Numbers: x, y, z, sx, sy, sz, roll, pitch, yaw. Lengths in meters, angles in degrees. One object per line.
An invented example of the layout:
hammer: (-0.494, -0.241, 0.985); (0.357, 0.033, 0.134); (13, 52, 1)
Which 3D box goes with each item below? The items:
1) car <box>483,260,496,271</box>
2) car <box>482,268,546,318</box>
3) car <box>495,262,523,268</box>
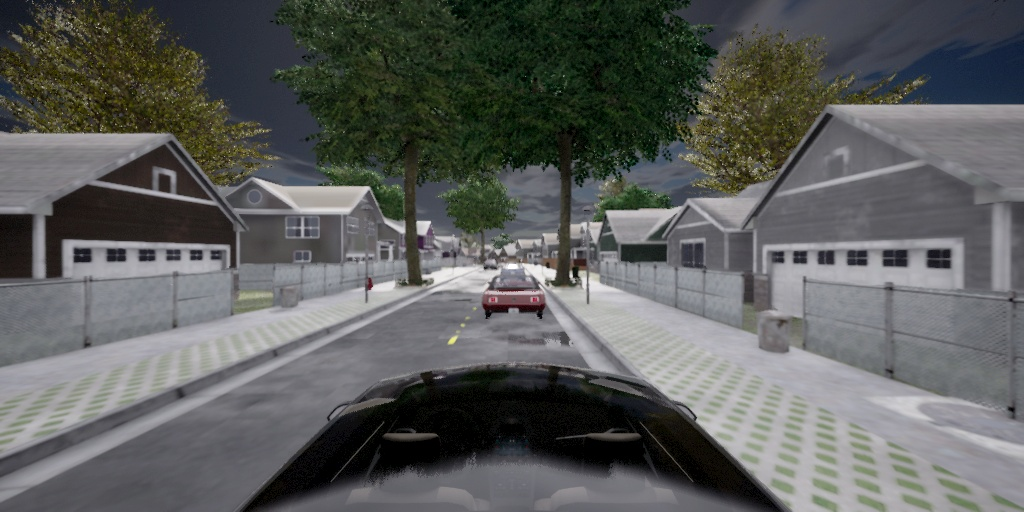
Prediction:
car: (-2.835, 1.190, 48.067); (2.033, 1.411, 5.357); (0, 0, 0)
car: (0.070, 1.287, 12.627); (1.895, 1.301, 4.718); (0, 0, 0)
car: (0.066, 1.192, 26.692); (2.033, 1.411, 5.357); (0, 0, 0)
